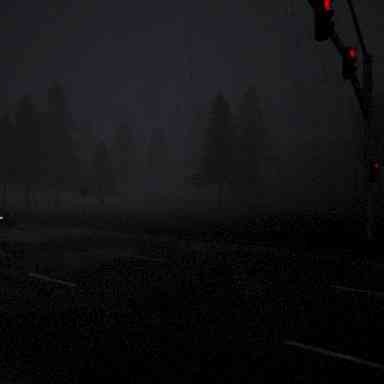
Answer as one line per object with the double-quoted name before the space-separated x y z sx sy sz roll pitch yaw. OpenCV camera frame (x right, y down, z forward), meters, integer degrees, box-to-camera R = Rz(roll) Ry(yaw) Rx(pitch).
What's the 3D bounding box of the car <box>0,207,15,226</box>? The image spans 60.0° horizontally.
"car" -13.798 1.630 22.440 4.181 1.385 1.994 0 0 36
